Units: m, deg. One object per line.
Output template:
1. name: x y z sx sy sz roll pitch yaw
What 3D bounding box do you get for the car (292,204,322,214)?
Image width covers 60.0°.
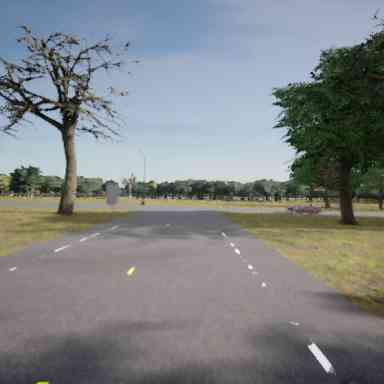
1. car: 20.217 3.015 57.603 4.181 1.385 1.994 2 0 0

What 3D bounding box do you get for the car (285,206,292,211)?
1. car: 20.862 2.989 64.602 5.357 1.411 2.033 2 0 0
